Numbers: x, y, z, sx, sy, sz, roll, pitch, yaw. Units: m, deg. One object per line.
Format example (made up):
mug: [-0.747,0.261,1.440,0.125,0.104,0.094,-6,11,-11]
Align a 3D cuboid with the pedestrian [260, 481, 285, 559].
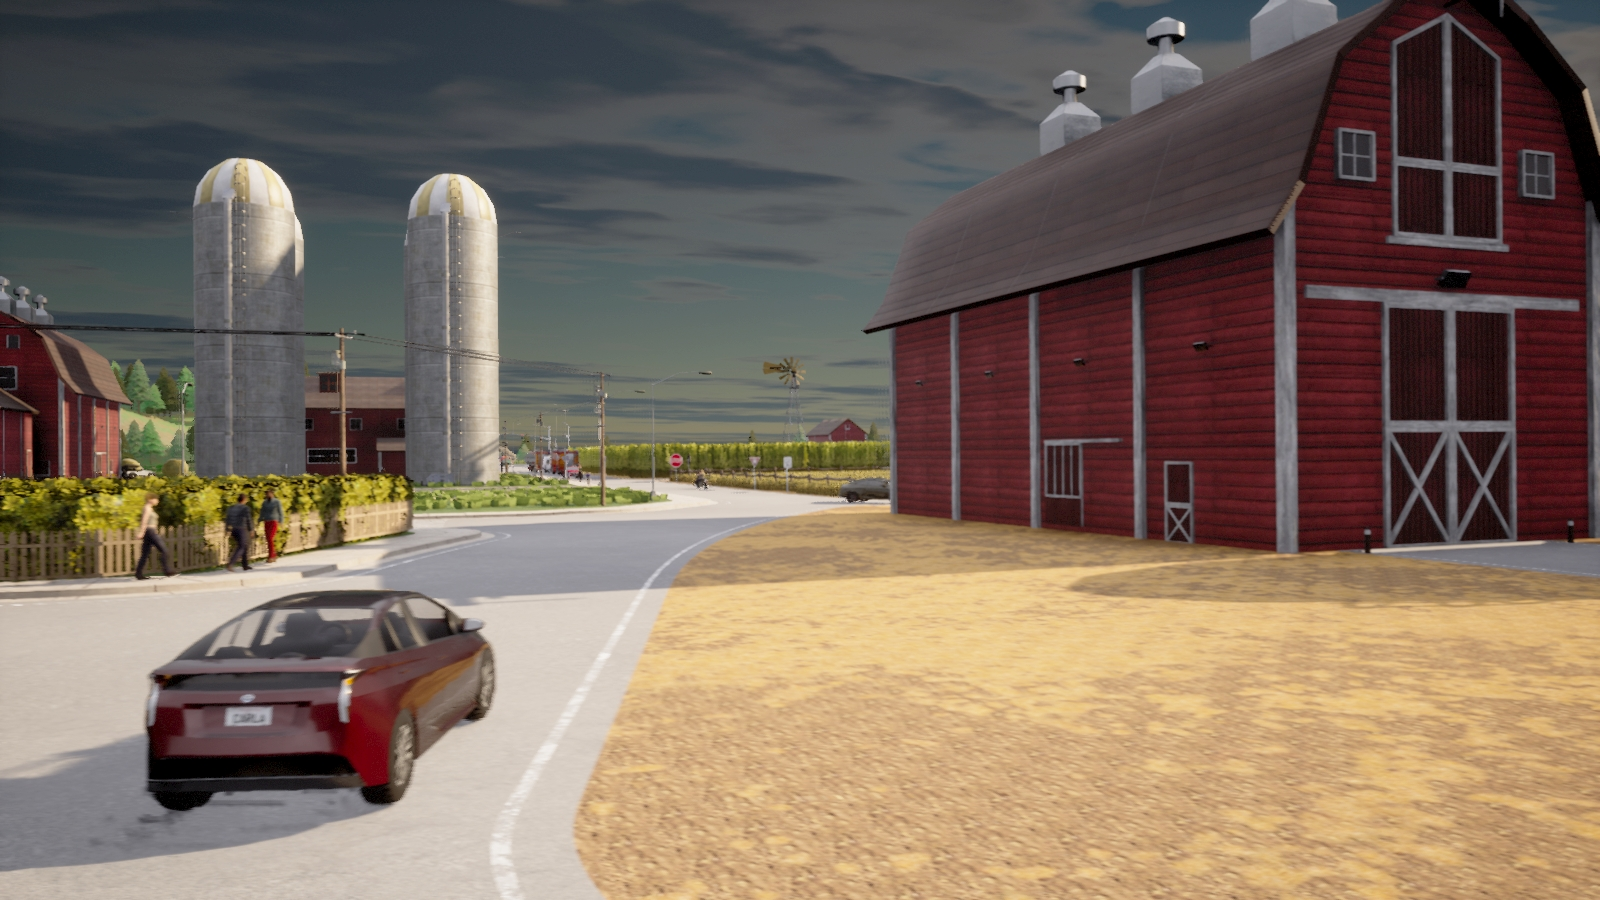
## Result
pedestrian: [-12.789,1.693,27.702,0.375,1.860,0.375,-1,0,11]

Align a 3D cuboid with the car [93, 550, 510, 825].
car: [-4.086,1.869,10.328,2.007,1.525,4.514,0,0,-3]

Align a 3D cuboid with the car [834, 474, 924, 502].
car: [4.479,2.127,64.482,4.674,1.442,2.002,0,0,23]

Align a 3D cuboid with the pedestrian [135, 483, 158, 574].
pedestrian: [-13.607,1.631,23.794,0.375,1.860,0.375,0,0,-36]

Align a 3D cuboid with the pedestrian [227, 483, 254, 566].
pedestrian: [-12.639,1.677,25.828,0.375,1.860,0.375,-1,0,18]
